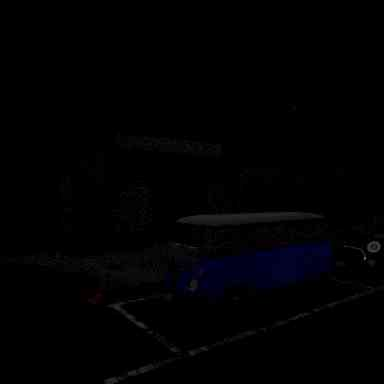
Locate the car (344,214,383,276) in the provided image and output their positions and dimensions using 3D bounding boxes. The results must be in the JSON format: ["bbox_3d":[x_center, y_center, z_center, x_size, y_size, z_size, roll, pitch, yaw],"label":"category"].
[{"bbox_3d":[5.692,1.440,10.240,4.097,1.590,1.967,0,0,-35],"label":"car"}]

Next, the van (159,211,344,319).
[{"bbox_3d":[1.283,1.341,7.100,3.998,1.788,1.690,0,0,-35],"label":"van"}]

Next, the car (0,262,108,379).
[{"bbox_3d":[-3.126,1.582,3.960,4.206,1.307,1.802,0,0,-35],"label":"car"}]
